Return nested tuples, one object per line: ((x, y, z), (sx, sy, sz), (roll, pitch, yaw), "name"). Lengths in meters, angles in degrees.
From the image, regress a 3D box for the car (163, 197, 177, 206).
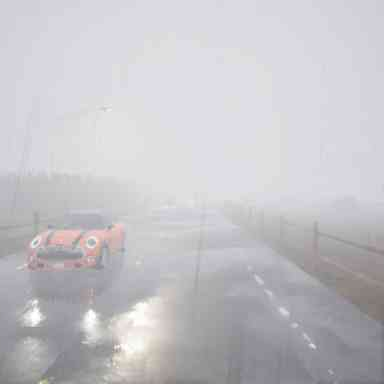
((-3.542, 1.474, 53.579), (1.994, 1.385, 4.181), (0, 1, 1), "car")

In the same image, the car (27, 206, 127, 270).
((-3.596, 1.416, 11.229), (2.097, 1.767, 4.553), (0, 0, 0), "car")

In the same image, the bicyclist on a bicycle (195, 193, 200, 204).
((0.967, 1.250, 59.220), (0.866, 1.612, 1.509), (0, 0, 0), "bicyclist on a bicycle")

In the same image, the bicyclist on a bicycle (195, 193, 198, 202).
((0.967, 1.018, 67.882), (0.659, 1.776, 1.843), (0, 1, 0), "bicyclist on a bicycle")

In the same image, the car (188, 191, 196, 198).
((0.006, 0.780, 87.425), (2.128, 1.511, 4.902), (0, 1, 0), "car")
